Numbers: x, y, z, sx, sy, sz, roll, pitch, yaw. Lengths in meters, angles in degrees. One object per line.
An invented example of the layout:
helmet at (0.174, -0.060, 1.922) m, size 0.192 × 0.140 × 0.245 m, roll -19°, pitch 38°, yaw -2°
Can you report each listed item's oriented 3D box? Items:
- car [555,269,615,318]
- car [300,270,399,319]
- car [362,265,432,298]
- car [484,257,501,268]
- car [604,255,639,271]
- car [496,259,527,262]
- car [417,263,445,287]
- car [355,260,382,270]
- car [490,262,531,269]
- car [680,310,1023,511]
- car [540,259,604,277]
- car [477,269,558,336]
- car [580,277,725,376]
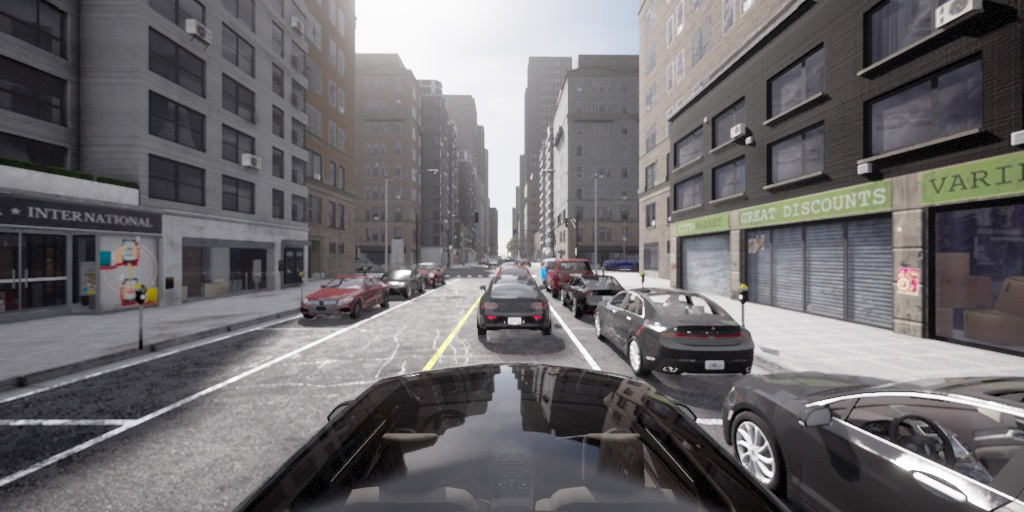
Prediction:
car at (2.853, 1.312, 12.755) m, size 1.948 × 1.339 × 4.313 m, roll 0°, pitch 0°, yaw 0°
car at (-5.672, 1.328, 12.743) m, size 1.802 × 1.307 × 4.207 m, roll 0°, pitch 0°, yaw 0°
car at (-5.675, 1.310, 18.268) m, size 1.948 × 1.339 × 4.313 m, roll 0°, pitch 0°, yaw 0°
car at (-3.278, 1.297, 63.008) m, size 2.033 × 1.411 × 5.357 m, roll 0°, pitch 0°, yaw -1°
car at (14.804, 0.940, 47.341) m, size 5.566 × 2.045 × 2.150 m, roll -1°, pitch 0°, yaw 1°
car at (0.051, 1.246, 27.984) m, size 1.837 × 1.490 × 4.892 m, roll 0°, pitch 0°, yaw 2°
car at (-5.678, 1.182, 23.793) m, size 1.967 × 1.591 × 4.097 m, roll 0°, pitch 0°, yaw 0°
car at (-18.090, 1.244, 43.716) m, size 4.902 × 1.511 × 2.128 m, roll 0°, pitch 0°, yaw 0°
car at (0.091, 1.222, 17.812) m, size 1.882 × 1.535 × 5.008 m, roll 0°, pitch 0°, yaw 0°
car at (2.859, 1.300, 1.708) m, size 2.007 × 1.370 × 4.403 m, roll 0°, pitch 0°, yaw 0°
car at (2.851, 1.059, 18.279) m, size 2.192 × 1.841 × 5.009 m, roll 0°, pitch 0°, yaw 0°
car at (0.034, 1.273, 10.251) m, size 1.812 × 1.442 × 4.674 m, roll 0°, pitch 0°, yaw -1°
car at (2.856, 1.298, 7.231) m, size 2.007 × 1.370 × 4.403 m, roll 0°, pitch 0°, yaw 0°
